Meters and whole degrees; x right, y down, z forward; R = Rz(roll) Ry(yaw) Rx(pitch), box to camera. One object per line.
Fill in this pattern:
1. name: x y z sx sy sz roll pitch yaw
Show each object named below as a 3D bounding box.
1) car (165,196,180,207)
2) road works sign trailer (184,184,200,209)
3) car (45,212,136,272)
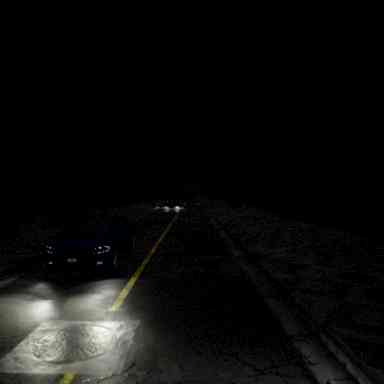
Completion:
1. car: -3.095 1.508 53.369 2.097 1.767 4.553 0 0 0
2. road works sign trailer: -0.023 0.601 48.680 2.380 3.560 2.880 0 0 0
3. car: -3.106 1.492 11.101 1.882 1.535 5.008 0 0 0
